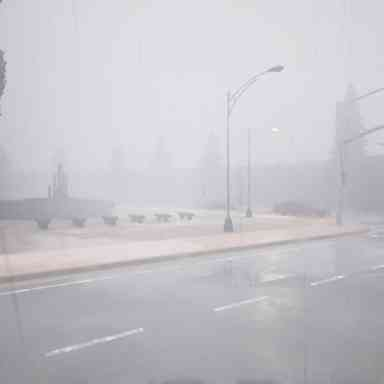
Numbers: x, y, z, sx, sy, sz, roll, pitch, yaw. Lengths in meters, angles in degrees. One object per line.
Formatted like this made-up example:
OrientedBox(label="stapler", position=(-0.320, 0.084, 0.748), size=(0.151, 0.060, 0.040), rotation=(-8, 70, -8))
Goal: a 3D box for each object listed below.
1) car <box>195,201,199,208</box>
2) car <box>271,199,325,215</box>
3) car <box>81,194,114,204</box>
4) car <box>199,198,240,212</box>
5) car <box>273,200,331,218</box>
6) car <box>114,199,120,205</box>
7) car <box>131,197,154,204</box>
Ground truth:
OrientedBox(label="car", position=(2.456, 1.563, 45.661), size=(4.181, 1.385, 1.994), rotation=(0, 0, 42))
OrientedBox(label="car", position=(11.140, 1.547, 35.355), size=(2.033, 1.411, 5.357), rotation=(0, 0, -36))
OrientedBox(label="car", position=(-15.505, 1.495, 52.473), size=(4.902, 1.511, 2.128), rotation=(0, 0, 17))
OrientedBox(label="car", position=(3.549, 1.492, 39.413), size=(2.128, 1.511, 4.902), rotation=(0, 0, -40))
OrientedBox(label="car", position=(10.063, 1.547, 30.886), size=(2.033, 1.411, 5.357), rotation=(0, 0, -36))
OrientedBox(label="car", position=(-14.428, 1.515, 55.800), size=(4.892, 1.490, 1.837), rotation=(0, 0, 17))
OrientedBox(label="car", position=(-9.175, 1.564, 61.164), size=(4.181, 1.385, 1.994), rotation=(0, 0, 22))
